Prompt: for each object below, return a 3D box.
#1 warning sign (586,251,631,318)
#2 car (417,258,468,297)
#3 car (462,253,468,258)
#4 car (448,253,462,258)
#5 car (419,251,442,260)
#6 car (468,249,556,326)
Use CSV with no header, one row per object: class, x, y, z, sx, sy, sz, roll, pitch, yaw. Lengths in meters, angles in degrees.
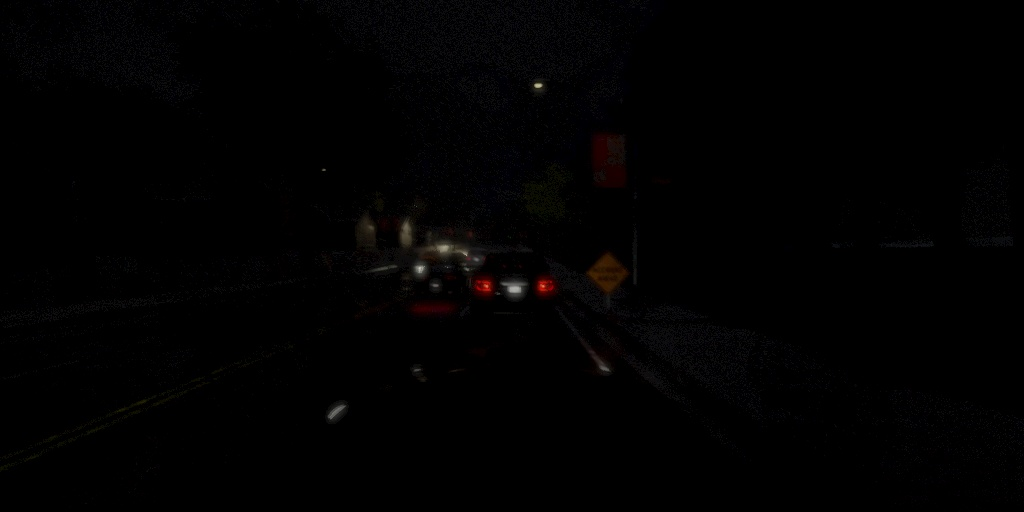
warning sign,2.846,0.791,10.567,1.300,1.860,1.060,0,0,0
car,-3.174,1.045,17.414,1.882,1.535,5.008,0,1,0
car,-3.175,0.305,35.209,2.150,2.045,5.566,0,2,0
car,-6.621,0.308,43.482,2.033,1.411,5.357,0,2,0
car,-9.867,0.227,43.742,1.882,1.535,5.008,0,2,0
car,0.062,0.884,11.440,2.150,2.045,5.566,0,1,0
